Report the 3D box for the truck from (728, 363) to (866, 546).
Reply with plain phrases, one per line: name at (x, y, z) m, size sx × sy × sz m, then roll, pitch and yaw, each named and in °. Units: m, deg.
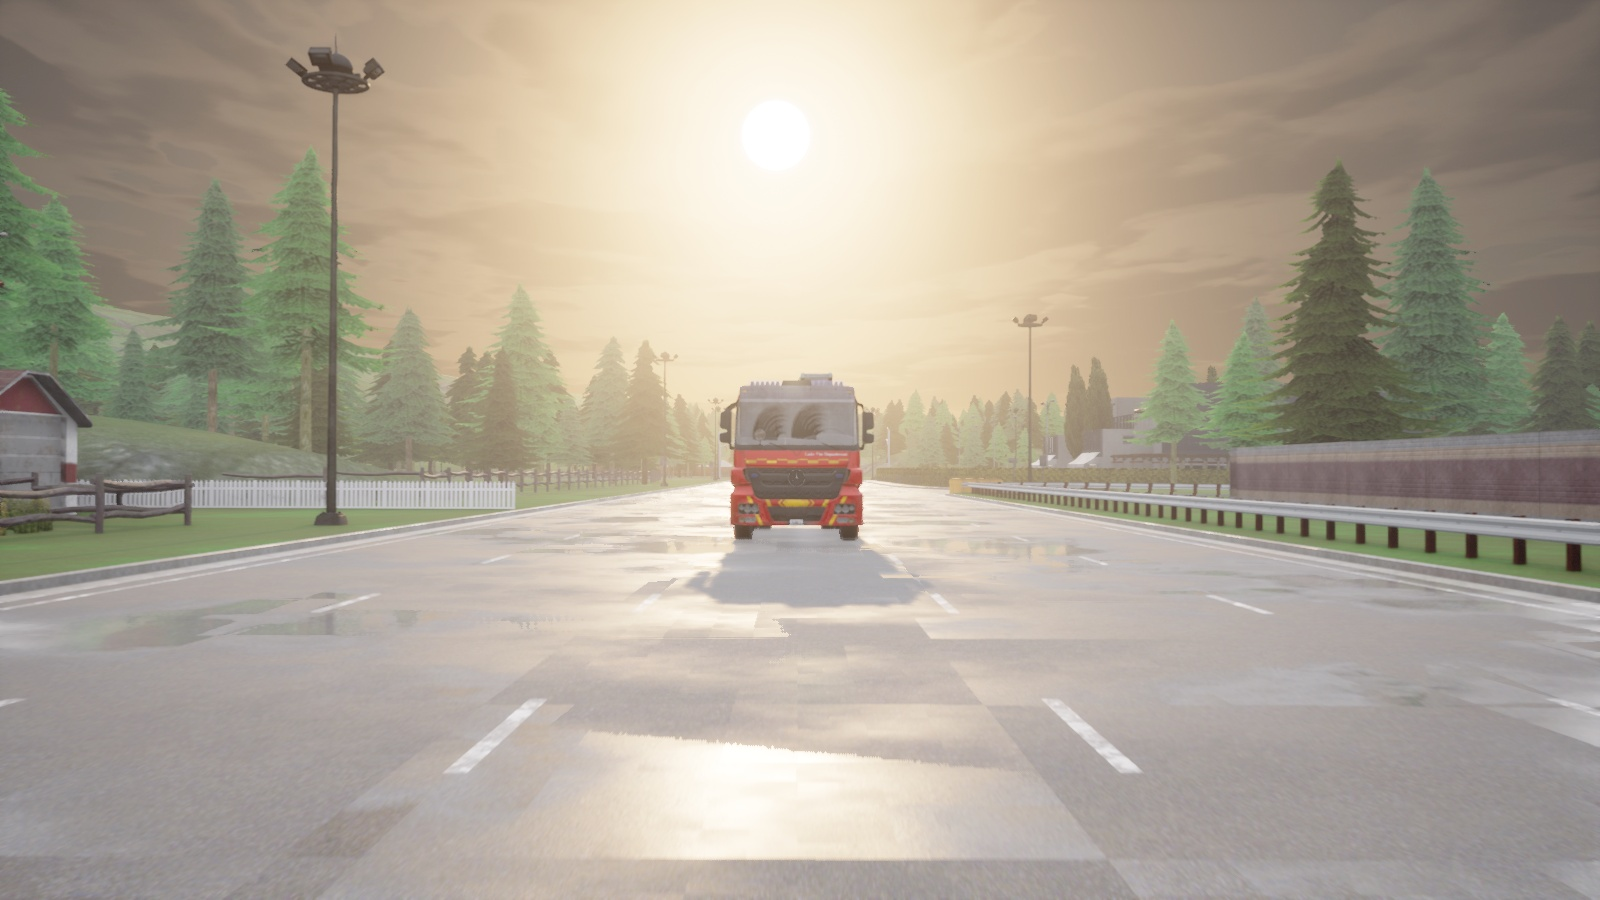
truck at (-0.075, 0.161, 30.541) m, size 2.891 × 3.827 × 8.468 m, roll 0°, pitch -1°, yaw 0°
